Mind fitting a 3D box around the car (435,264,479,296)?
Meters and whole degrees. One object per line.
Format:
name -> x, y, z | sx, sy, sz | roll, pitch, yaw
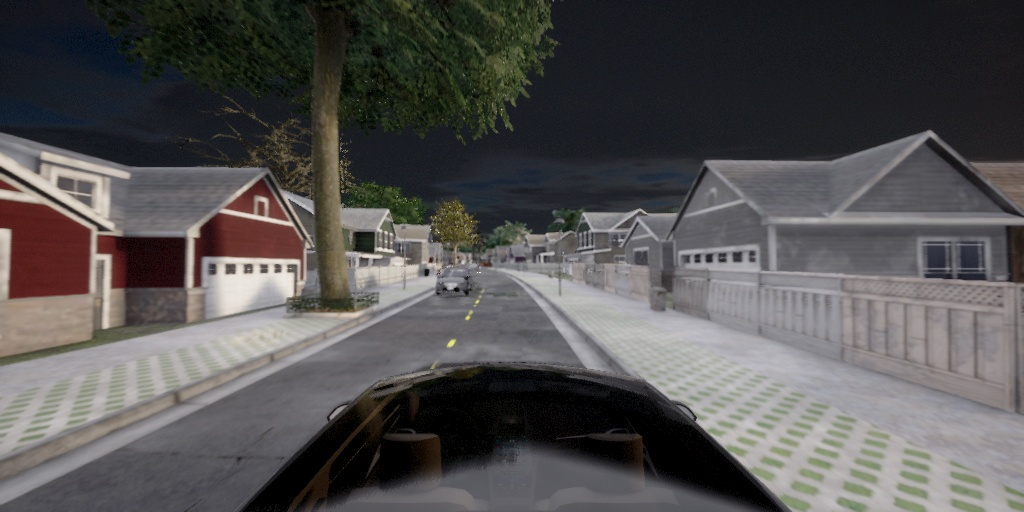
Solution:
car -> -3.280, 1.433, 21.039 | 2.128, 1.511, 4.902 | 0, -1, -2
